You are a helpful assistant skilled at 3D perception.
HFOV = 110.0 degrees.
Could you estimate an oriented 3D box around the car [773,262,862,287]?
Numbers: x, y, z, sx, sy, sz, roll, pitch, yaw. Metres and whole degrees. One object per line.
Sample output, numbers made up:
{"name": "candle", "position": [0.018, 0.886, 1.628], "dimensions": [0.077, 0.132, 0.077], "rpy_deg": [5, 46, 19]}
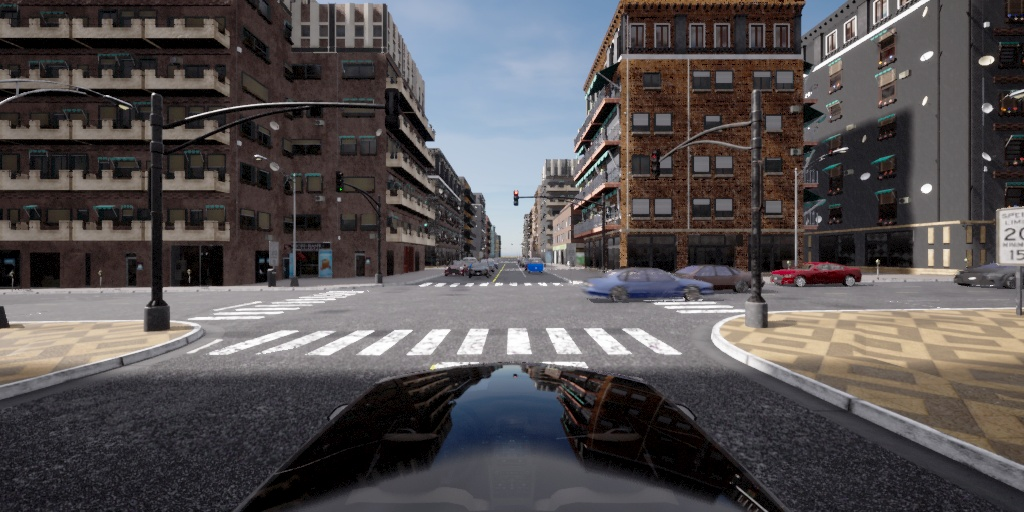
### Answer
{"name": "car", "position": [17.555, 1.033, 20.814], "dimensions": [4.507, 1.381, 1.888], "rpy_deg": [0, 0, 0]}

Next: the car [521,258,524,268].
{"name": "car", "position": [2.552, 1.283, 47.065], "dimensions": [1.888, 1.381, 4.507], "rpy_deg": [0, 0, 0]}

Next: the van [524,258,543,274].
{"name": "van", "position": [2.602, 1.081, 40.861], "dimensions": [1.690, 1.789, 3.998], "rpy_deg": [0, 0, 0]}

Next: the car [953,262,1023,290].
{"name": "car", "position": [25.570, 0.943, 18.370], "dimensions": [4.181, 1.385, 1.994], "rpy_deg": [-1, 0, 0]}

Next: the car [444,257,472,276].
{"name": "car", "position": [-5.525, 1.182, 35.882], "dimensions": [1.967, 1.591, 4.097], "rpy_deg": [0, 0, 0]}

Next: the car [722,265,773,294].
{"name": "car", "position": [9.732, 1.143, 18.163], "dimensions": [5.357, 1.411, 2.033], "rpy_deg": [-1, 0, -3]}

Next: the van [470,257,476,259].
{"name": "van", "position": [-5.517, 1.079, 47.046], "dimensions": [1.690, 1.789, 3.998], "rpy_deg": [0, 0, 0]}

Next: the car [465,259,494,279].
{"name": "car", "position": [-2.921, 1.248, 33.172], "dimensions": [1.837, 1.490, 4.892], "rpy_deg": [0, 0, 0]}

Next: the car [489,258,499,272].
{"name": "car", "position": [-2.951, 1.287, 43.073], "dimensions": [2.033, 1.411, 5.357], "rpy_deg": [0, 0, -1]}

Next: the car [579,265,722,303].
{"name": "car", "position": [5.683, 1.200, 15.467], "dimensions": [5.357, 1.411, 2.033], "rpy_deg": [-1, 0, 0]}

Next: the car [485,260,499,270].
{"name": "car", "position": [-2.958, 1.337, 53.364], "dimensions": [1.895, 1.301, 4.718], "rpy_deg": [0, 0, 0]}

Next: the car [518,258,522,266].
{"name": "car", "position": [2.434, 1.300, 58.227], "dimensions": [1.948, 1.339, 4.313], "rpy_deg": [0, 0, 0]}
